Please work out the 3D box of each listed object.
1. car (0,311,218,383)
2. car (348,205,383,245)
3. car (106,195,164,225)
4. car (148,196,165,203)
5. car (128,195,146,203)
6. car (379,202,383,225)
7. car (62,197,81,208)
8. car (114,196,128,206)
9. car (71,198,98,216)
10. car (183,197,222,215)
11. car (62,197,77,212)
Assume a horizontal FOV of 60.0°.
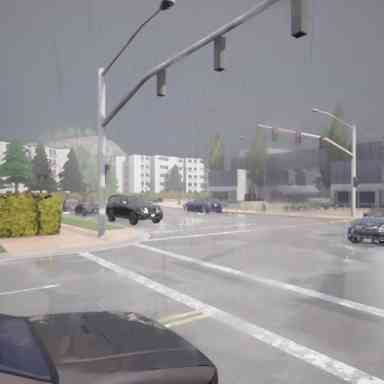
[{"bbox_3d":[-2.305,1.547,2.121,5.357,1.411,2.033,0,0,-35],"label":"car"},{"bbox_3d":[8.863,1.352,14.641,4.553,1.767,2.097,0,0,-36],"label":"car"},{"bbox_3d":[-4.385,1.221,24.540,2.150,2.045,5.566,0,0,-39],"label":"car"},{"bbox_3d":[-7.535,1.556,70.634,1.994,1.385,4.181,0,0,17],"label":"car"},{"bbox_3d":[-11.290,1.477,68.931,1.882,1.535,5.008,0,0,14],"label":"car"},{"bbox_3d":[15.645,1.492,23.797,4.902,1.511,2.128,0,0,-36],"label":"car"},{"bbox_3d":[-17.810,1.492,49.333,2.128,1.511,4.902,0,0,-13],"label":"car"},{"bbox_3d":[-11.639,1.490,54.889,2.128,1.511,4.902,0,0,-9],"label":"car"},{"bbox_3d":[-9.923,1.564,32.145,1.994,1.385,4.181,0,0,-34],"label":"car"},{"bbox_3d":[1.053,1.352,34.849,2.097,1.767,4.553,0,0,-38],"label":"car"},{"bbox_3d":[-14.395,1.526,39.718,1.812,1.442,4.674,0,0,-24],"label":"car"}]
